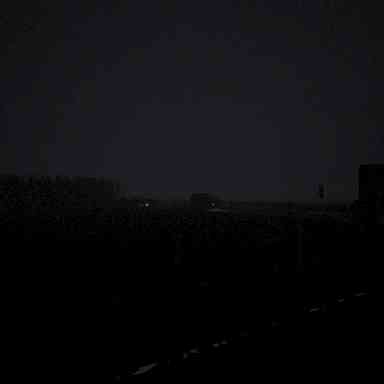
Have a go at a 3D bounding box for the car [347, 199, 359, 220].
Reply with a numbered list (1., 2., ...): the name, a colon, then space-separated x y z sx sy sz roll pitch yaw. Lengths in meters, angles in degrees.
1. car: 14.465 1.334 25.578 2.097 1.767 4.553 -1 1 -28

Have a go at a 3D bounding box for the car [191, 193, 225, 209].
1. car: 1.939 1.135 43.851 2.150 2.045 5.566 -1 1 -35

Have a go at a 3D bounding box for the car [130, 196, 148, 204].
1. car: -9.598 1.457 60.226 1.994 1.385 4.181 -1 0 -35
